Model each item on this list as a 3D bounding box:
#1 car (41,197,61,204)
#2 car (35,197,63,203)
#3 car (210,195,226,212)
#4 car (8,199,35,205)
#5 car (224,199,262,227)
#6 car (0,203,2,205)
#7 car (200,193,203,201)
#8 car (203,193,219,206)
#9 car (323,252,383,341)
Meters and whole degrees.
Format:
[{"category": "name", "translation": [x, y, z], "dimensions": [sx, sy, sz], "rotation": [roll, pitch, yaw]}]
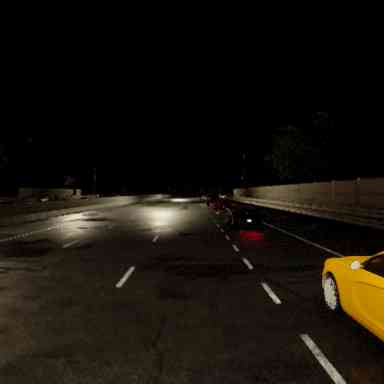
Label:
[{"category": "car", "translation": [-27.983, 1.596, 66.036], "dimensions": [1.895, 1.301, 4.718], "rotation": [0, 0, 0]}, {"category": "car", "translation": [-17.570, 1.524, 42.130], "dimensions": [1.812, 1.442, 4.674], "rotation": [0, 0, 0]}, {"category": "car", "translation": [3.499, 1.477, 39.199], "dimensions": [1.882, 1.535, 5.008], "rotation": [0, 0, 0]}, {"category": "car", "translation": [-21.068, 1.546, 41.957], "dimensions": [2.033, 1.411, 5.357], "rotation": [0, 0, 0]}, {"category": "car", "translation": [3.499, 1.500, 22.721], "dimensions": [1.837, 1.490, 4.892], "rotation": [0, 0, 0]}, {"category": "car", "translation": [-24.574, 1.563, 39.586], "dimensions": [1.994, 1.385, 4.181], "rotation": [0, 0, 0]}, {"category": "car", "translation": [3.569, 1.648, 83.320], "dimensions": [1.895, 1.301, 4.718], "rotation": [0, 0, 0]}, {"category": "car", "translation": [3.502, 1.230, 55.758], "dimensions": [2.150, 2.045, 5.566], "rotation": [0, 0, 0]}, {"category": "car", "translation": [3.500, 1.476, 4.568], "dimensions": [1.882, 1.535, 5.008], "rotation": [0, 0, 0]}]
